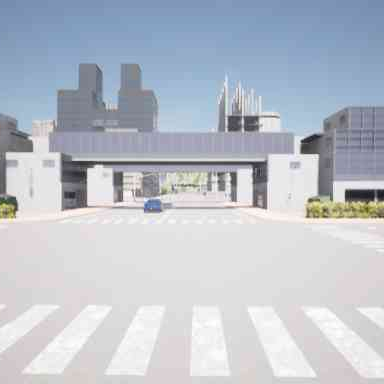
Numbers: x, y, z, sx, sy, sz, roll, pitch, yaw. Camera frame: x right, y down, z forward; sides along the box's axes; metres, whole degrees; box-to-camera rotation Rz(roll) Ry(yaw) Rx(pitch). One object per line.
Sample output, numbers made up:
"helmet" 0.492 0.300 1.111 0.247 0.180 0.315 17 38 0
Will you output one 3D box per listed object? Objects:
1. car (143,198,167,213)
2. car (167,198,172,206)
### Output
"car" -4.245 1.482 37.120 1.882 1.535 5.008 0 0 0
"car" -4.287 1.598 54.562 1.895 1.301 4.718 0 0 0
